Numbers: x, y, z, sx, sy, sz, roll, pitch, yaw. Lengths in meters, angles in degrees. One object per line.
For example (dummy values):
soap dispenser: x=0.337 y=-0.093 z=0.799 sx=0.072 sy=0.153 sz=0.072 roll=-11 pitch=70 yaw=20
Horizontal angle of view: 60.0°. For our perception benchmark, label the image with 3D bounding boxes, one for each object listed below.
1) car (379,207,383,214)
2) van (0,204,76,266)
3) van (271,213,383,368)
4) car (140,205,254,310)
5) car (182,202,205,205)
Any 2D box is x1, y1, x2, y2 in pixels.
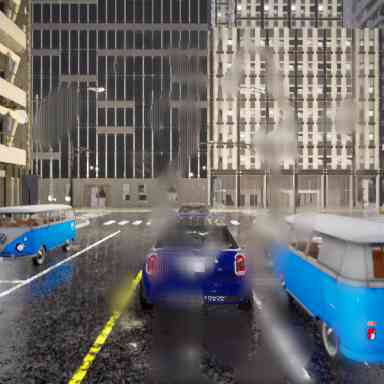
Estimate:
car: x=18.984 y=1.489 z=29.035 sx=4.829 sy=1.417 sz=1.752 roll=0 pitch=0 yaw=0
van: x=-5.333 y=1.344 z=11.283 sx=1.690 sy=1.788 sz=3.998 roll=0 pitch=0 yaw=0
van: x=2.559 y=1.342 z=5.615 sx=1.690 sy=1.788 sz=3.998 roll=0 pitch=0 yaw=0
car: x=0.085 y=1.354 z=7.988 sx=2.097 sy=1.767 sz=4.553 roll=0 pitch=0 yaw=0
car: x=0.088 y=1.358 z=18.015 sx=2.097 sy=1.767 sz=4.553 roll=0 pitch=0 yaw=0
